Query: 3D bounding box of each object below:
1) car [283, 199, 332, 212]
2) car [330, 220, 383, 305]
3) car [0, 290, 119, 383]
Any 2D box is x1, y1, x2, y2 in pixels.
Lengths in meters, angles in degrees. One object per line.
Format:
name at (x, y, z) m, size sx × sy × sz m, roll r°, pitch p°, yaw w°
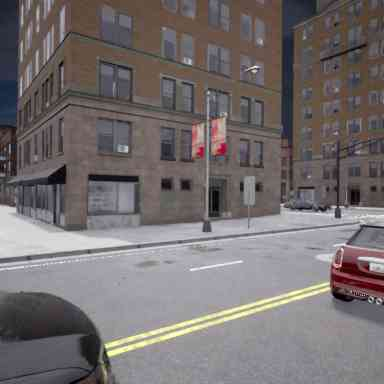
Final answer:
car at (12.877, 1.469, 37.443) m, size 2.033 × 1.411 × 5.357 m, roll 1°, pitch 0°, yaw -36°
car at (4.991, 1.355, 7.085) m, size 4.553 × 1.767 × 2.097 m, roll 0°, pitch 0°, yaw -36°
car at (-3.009, 1.221, 1.287) m, size 5.566 × 2.045 × 2.150 m, roll 0°, pitch 0°, yaw -36°
